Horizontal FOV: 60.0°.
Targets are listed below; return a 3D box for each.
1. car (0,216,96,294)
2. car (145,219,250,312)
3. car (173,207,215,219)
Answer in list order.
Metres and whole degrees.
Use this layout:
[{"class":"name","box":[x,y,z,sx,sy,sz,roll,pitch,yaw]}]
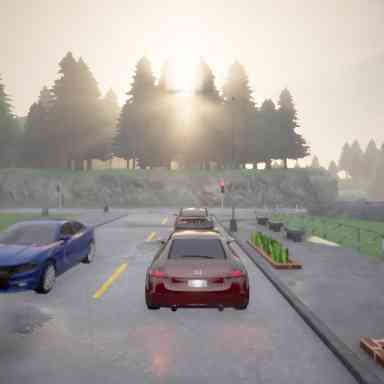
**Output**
[{"class":"car","box":[-4.099,1.477,9.025,1.882,1.535,5.008,0,0,0]},{"class":"car","box":[0.096,1.564,7.809,1.994,1.385,4.181,0,0,0]},{"class":"car","box":[0.091,1.505,16.721,1.837,1.490,4.892,0,0,0]}]
